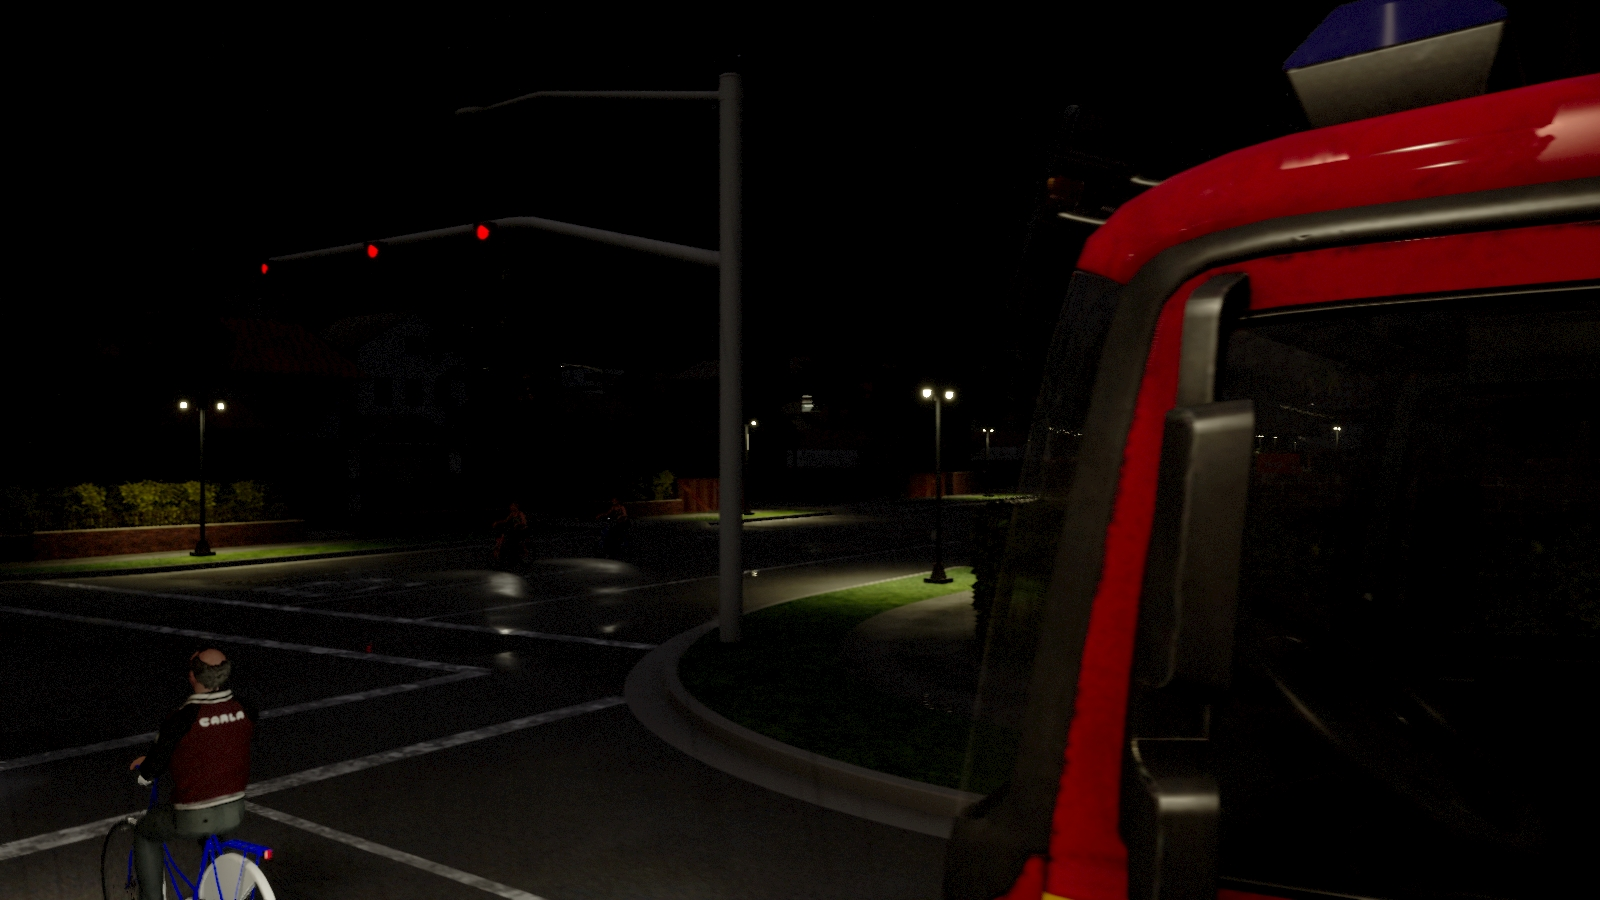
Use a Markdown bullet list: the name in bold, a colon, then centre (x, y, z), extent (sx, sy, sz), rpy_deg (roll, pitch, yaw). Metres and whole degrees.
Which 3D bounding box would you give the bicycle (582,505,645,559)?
- **bicycle**: centre (-4.901, 2.146, 30.058), extent (0.859, 1.301, 1.487), rpy_deg (0, 0, 34)

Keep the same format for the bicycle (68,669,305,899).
- **bicycle**: centre (-3.325, 2.048, 6.116), extent (1.835, 1.496, 0.329), rpy_deg (0, 0, 35)

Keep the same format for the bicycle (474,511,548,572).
- **bicycle**: centre (-6.836, 2.146, 27.086), extent (0.859, 1.301, 1.487), rpy_deg (0, 0, 35)
